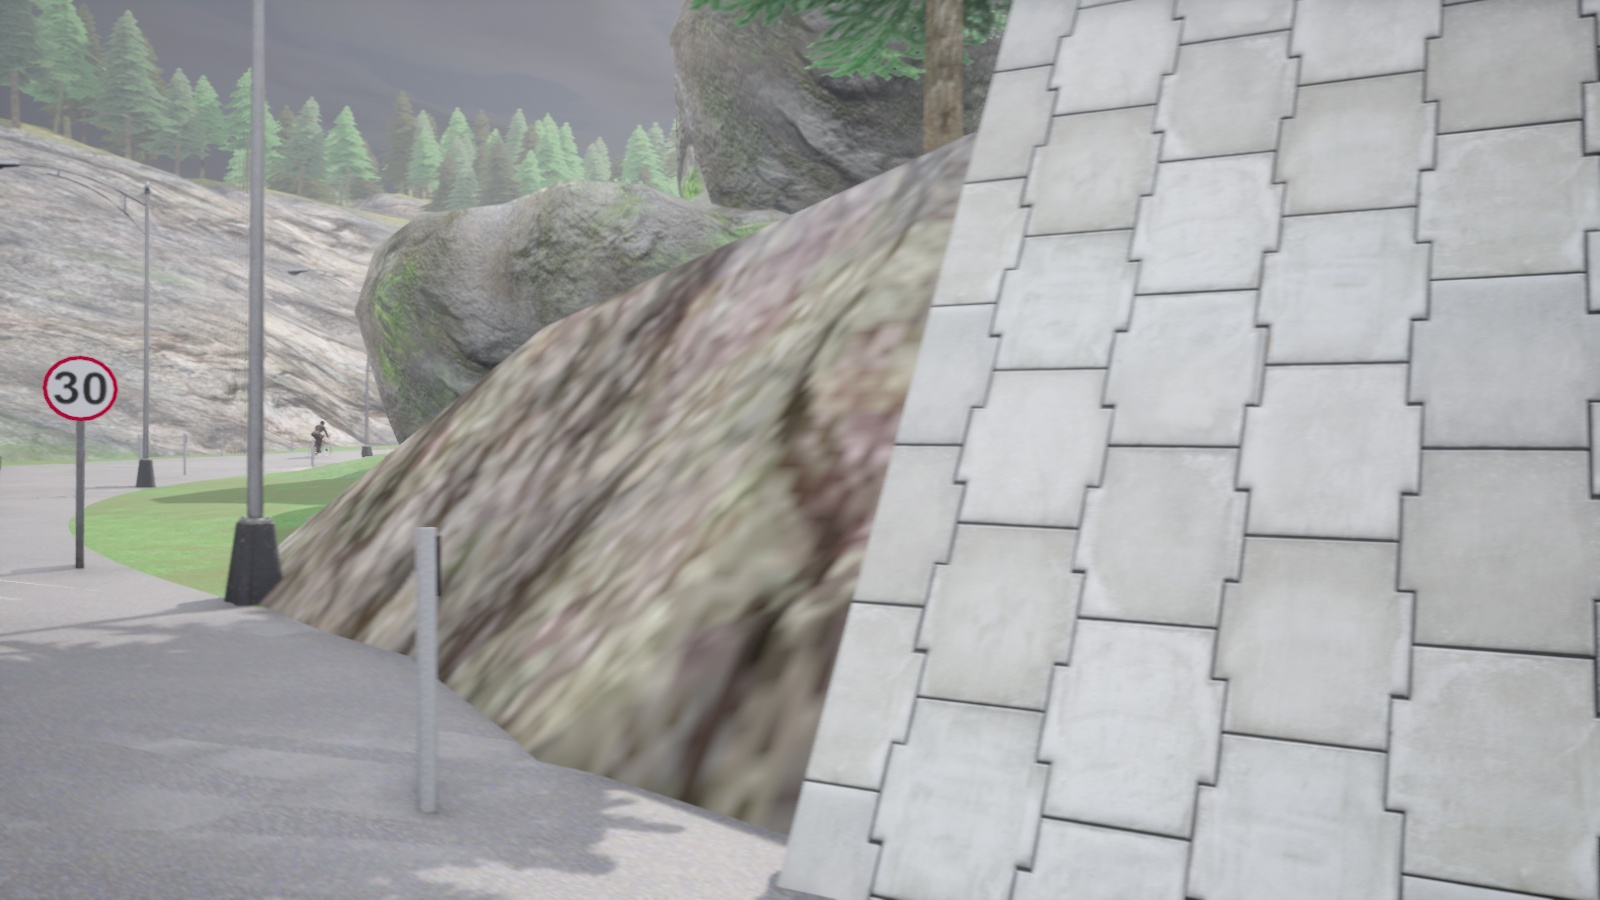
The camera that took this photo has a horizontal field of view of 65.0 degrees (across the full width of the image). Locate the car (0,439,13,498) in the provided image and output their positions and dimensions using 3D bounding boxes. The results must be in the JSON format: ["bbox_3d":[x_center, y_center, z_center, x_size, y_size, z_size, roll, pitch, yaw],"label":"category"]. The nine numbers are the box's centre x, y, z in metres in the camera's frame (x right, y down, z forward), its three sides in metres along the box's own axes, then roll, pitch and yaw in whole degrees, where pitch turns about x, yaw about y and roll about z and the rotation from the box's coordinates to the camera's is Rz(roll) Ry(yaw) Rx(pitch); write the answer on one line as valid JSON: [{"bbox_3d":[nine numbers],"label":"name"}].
[{"bbox_3d":[-20.959,0.503,30.135,2.163,1.488,4.792,-1,1,-15],"label":"car"}]
